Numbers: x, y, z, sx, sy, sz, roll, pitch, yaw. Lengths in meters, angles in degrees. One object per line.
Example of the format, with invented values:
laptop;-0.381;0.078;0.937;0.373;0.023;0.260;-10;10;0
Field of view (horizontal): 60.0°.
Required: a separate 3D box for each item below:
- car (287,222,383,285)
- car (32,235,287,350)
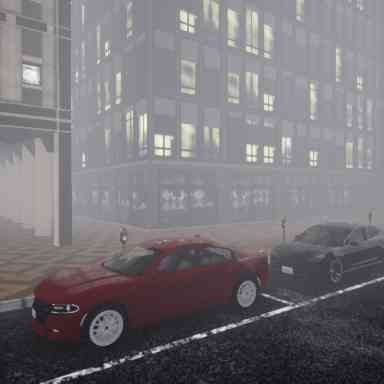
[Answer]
car;4.139;1.564;9.513;4.313;1.339;1.947;0;0;-35
car;-0.500;1.544;6.206;4.507;1.381;1.887;0;0;-35
